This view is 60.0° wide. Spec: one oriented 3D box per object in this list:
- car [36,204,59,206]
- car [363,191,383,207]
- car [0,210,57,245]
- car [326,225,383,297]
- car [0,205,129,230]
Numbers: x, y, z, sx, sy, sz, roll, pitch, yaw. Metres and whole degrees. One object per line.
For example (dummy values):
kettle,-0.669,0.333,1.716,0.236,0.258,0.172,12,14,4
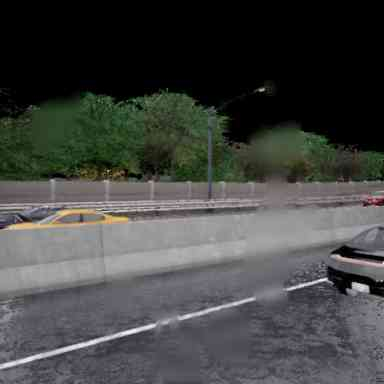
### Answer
car,-8.665,1.476,19.309,4.902,1.511,2.128,0,0,-36
car,24.283,0.895,42.810,5.566,2.045,2.150,-1,1,-35
car,-8.781,1.595,14.927,4.718,1.301,1.895,0,0,-36
car,4.947,1.457,7.280,4.902,1.511,2.128,0,0,-36
car,-4.943,1.464,13.366,5.008,1.535,1.882,0,0,-36
